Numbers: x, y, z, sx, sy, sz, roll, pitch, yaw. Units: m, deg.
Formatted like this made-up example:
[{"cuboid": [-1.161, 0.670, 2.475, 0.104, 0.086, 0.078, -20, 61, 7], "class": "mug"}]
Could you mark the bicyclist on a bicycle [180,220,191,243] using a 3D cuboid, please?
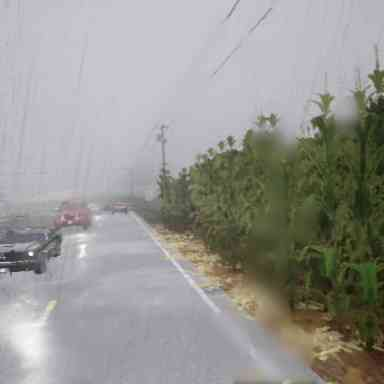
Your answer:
[{"cuboid": [0.241, 1.475, 15.097, 1.656, 1.620, 0.582, -3, 0, -13], "class": "bicyclist on a bicycle"}]

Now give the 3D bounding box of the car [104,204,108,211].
[{"cuboid": [-14.443, 2.331, 50.380, 4.181, 1.385, 1.994, -3, 0, 29], "class": "car"}]

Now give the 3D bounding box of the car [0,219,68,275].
[{"cuboid": [-5.712, 1.886, 11.329, 1.895, 1.301, 4.718, -3, 0, -13], "class": "car"}]

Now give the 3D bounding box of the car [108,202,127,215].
[{"cuboid": [-9.119, 1.997, 41.755, 2.128, 1.511, 4.902, -3, 0, -13], "class": "car"}]

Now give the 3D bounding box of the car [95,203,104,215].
[{"cuboid": [-12.461, 2.199, 41.745, 1.812, 1.442, 4.674, -3, 0, -13], "class": "car"}]

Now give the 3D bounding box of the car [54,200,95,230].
[{"cuboid": [-8.765, 1.667, 24.821, 2.150, 2.045, 5.566, -3, 1, -13], "class": "car"}]
